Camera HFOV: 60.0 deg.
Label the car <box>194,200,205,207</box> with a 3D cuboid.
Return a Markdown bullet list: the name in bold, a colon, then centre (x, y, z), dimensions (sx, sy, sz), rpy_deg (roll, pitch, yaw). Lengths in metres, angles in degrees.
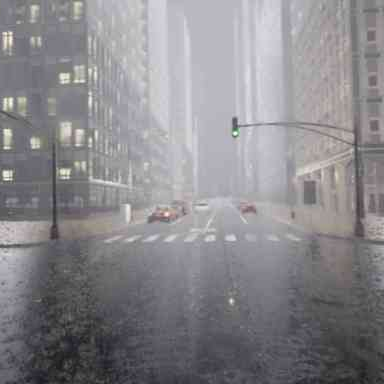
- **car**: centre (1.724, 2.492, 73.792), dimensions (2.008, 1.369, 4.403), rpy_deg (0, -1, 6)

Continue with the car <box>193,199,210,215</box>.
- **car**: centre (1.340, 2.053, 42.408), dimensions (1.812, 1.442, 4.674), rpy_deg (-1, -1, 6)

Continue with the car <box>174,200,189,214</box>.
- **car**: centre (-1.534, 1.887, 40.504), dimensions (2.192, 1.841, 5.009), rpy_deg (0, -1, 6)

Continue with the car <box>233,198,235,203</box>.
- **car**: centre (8.440, 2.128, 56.402), dimensions (1.947, 1.339, 4.313), rpy_deg (0, -1, 6)

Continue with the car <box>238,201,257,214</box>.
- **car**: centre (6.810, 1.959, 39.749), dimensions (1.802, 1.307, 4.206), rpy_deg (0, -1, 6)

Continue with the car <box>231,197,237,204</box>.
- **car**: centre (11.698, 2.478, 89.704), dimensions (1.887, 1.381, 4.507), rpy_deg (0, -1, 6)

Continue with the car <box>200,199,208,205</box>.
- **car**: centre (3.352, 2.693, 90.437), dimensions (1.947, 1.339, 4.313), rpy_deg (0, -1, 6)

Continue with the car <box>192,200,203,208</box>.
- **car**: centre (1.181, 2.425, 68.243), dimensions (1.887, 1.381, 4.507), rpy_deg (0, -1, 6)

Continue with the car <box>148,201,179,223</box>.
- **car**: centre (-2.619, 1.889, 29.406), dimensions (1.967, 1.590, 4.097), rpy_deg (0, -1, 6)

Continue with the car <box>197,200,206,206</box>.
- **car**: centre (2.266, 2.548, 79.340), dimensions (1.887, 1.381, 4.507), rpy_deg (0, -1, 6)

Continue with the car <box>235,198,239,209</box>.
- **car**: centre (7.914, 2.028, 51.021), dimensions (1.752, 1.417, 4.829), rpy_deg (0, -1, 6)

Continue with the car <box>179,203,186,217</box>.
- **car**: centre (-2.077, 2.093, 34.953), dimensions (1.802, 1.307, 4.206), rpy_deg (0, -1, 6)

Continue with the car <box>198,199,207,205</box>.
- **car**: centre (2.809, 2.616, 84.888), dimensions (2.008, 1.369, 4.403), rpy_deg (0, -1, 6)
